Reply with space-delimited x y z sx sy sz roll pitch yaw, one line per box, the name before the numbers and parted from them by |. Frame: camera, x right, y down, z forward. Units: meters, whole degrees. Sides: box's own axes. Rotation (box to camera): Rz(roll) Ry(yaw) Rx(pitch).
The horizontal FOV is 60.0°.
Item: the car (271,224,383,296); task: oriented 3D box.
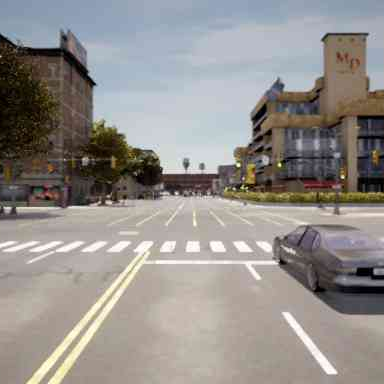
car | 3.588 1.564 8.818 2.033 1.411 5.357 0 0 0
